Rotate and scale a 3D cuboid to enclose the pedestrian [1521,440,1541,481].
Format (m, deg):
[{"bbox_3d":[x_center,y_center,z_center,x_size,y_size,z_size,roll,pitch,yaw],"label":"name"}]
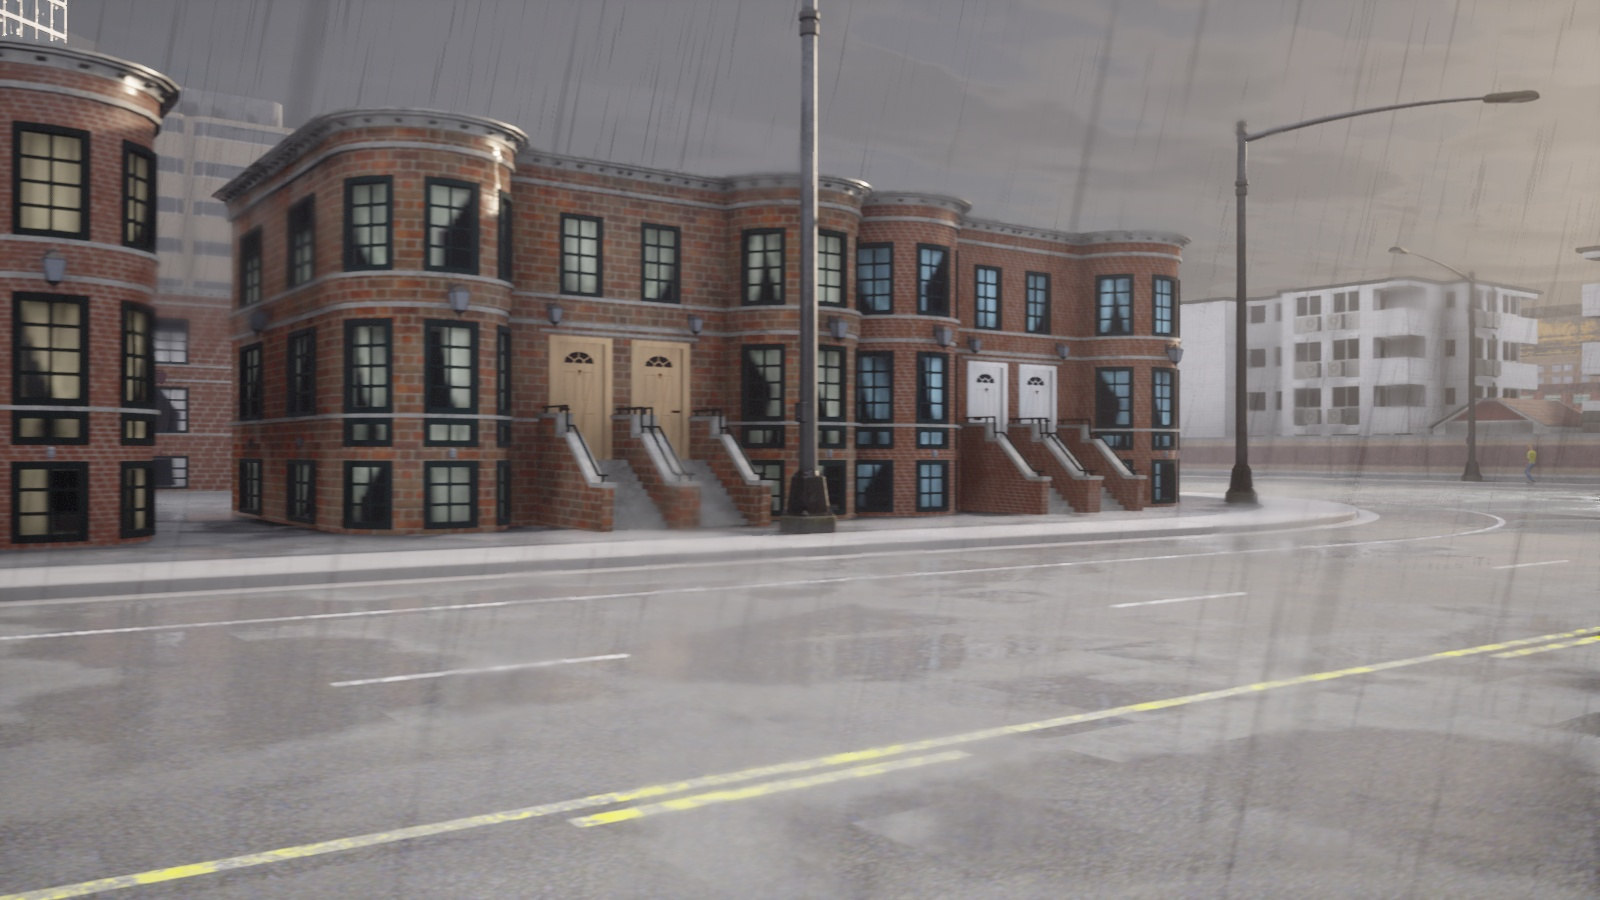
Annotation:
[{"bbox_3d":[33.310,0.470,57.260,0.354,1.836,0.706,0,0,-27],"label":"pedestrian"}]
